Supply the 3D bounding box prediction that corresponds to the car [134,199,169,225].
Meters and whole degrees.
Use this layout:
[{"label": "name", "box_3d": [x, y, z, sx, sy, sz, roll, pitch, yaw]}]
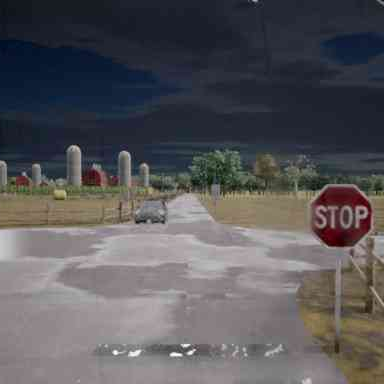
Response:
[{"label": "car", "box_3d": [-2.822, 1.332, 23.994, 2.097, 1.767, 4.553, 0, 0, 0]}]
